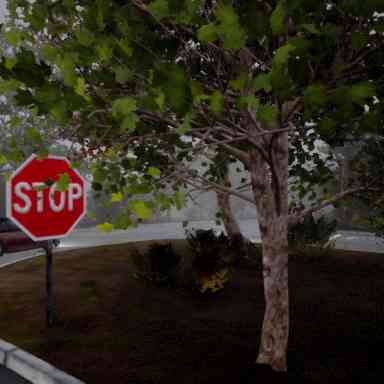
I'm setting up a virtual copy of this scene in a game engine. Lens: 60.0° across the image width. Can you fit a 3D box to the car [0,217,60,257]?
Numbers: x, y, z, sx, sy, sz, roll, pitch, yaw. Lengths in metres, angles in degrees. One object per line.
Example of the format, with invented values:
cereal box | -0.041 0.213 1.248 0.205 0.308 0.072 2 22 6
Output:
car | -7.129 1.683 12.955 1.994 1.385 4.181 -1 -2 18
